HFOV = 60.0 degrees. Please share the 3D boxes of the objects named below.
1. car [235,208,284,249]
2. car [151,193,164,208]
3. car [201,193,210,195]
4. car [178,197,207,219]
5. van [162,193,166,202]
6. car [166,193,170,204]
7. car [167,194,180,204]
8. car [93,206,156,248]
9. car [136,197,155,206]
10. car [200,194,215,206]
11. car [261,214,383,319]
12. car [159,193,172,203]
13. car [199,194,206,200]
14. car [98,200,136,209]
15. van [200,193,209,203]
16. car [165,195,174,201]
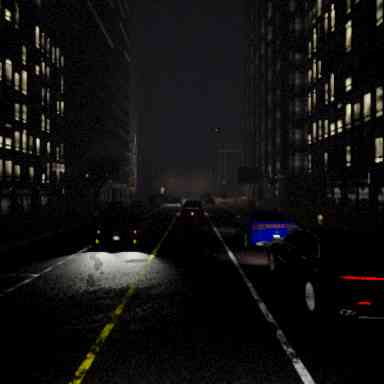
[{"bbox_3d":[3.016,1.441,14.388,1.882,1.535,5.008,0,0,0],"label":"car"},{"bbox_3d":[-5.312,1.331,44.908,1.967,1.590,4.097,0,0,0],"label":"car"},{"bbox_3d":[2.569,1.169,61.583,2.192,1.841,5.009,0,0,0],"label":"car"},{"bbox_3d":[0.054,1.435,28.698,1.837,1.490,4.892,0,0,0],"label":"car"},{"bbox_3d":[-5.312,1.220,50.466,1.690,1.788,3.998,0,0,0],"label":"van"},{"bbox_3d":[-5.311,1.169,61.583,2.192,1.841,5.009,0,0,0],"label":"car"},{"bbox_3d":[-2.789,1.426,57.632,1.994,1.385,4.181,0,0,0],"label":"car"},{"bbox_3d":[-2.849,1.527,14.437,1.994,1.385,4.181,0,0,0],"label":"car"},{"bbox_3d":[-5.313,1.468,33.790,2.008,1.369,4.403,0,0,0],"label":"car"},{"bbox_3d":[2.569,1.429,50.466,2.008,1.369,4.403,0,0,0],"label":"car"},{"bbox_3d":[3.021,1.485,7.388,1.837,1.490,4.892,0,0,0],"label":"car"},{"bbox_3d":[-5.310,1.157,67.142,2.192,1.841,5.009,0,0,0],"label":"car"},{"bbox_3d":[2.572,1.331,83.988,1.752,1.417,4.829,0,0,0],"label":"car"},{"bbox_3d":[-5.314,1.383,22.673,1.967,1.590,4.097,0,0,0],"label":"car"},{"bbox_3d":[2.570,1.183,67.142,1.690,1.788,3.998,0,0,0],"label":"van"},{"bbox_3d":[-5.309,1.400,78.260,1.802,1.307,4.206,0,0,0],"label":"car"}]
